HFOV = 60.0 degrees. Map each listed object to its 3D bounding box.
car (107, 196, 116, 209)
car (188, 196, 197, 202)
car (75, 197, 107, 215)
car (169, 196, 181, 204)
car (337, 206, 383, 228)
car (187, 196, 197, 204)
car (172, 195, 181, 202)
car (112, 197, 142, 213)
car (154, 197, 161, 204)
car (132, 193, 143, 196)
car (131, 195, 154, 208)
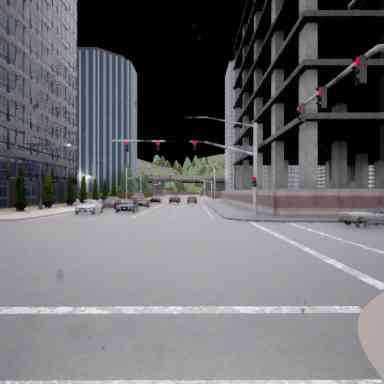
[{"bbox_3d":[-10.586,1.353,43.404,2.097,1.767,4.553,0,0,0],"label":"car"},{"bbox_3d":[0.023,1.579,73.698,1.895,1.301,4.718,0,0,0],"label":"car"},{"bbox_3d":[-10.587,1.526,34.468,1.812,1.442,4.674,0,0,0],"label":"car"},{"bbox_3d":[-3.480,1.505,64.595,1.837,1.490,4.892,0,0,0],"label":"car"},{"bbox_3d":[11.886,1.545,21.265,4.718,1.301,1.895,0,0,0],"label":"car"},{"bbox_3d":[0.020,1.492,64.593,2.128,1.511,4.902,0,0,0],"label":"car"},{"bbox_3d":[-3.477,1.508,73.669,1.812,1.442,4.674,0,0,0],"label":"car"},{"bbox_3d":[-7.088,1.564,36.785,1.994,1.385,4.181,0,0,0],"label":"car"},{"bbox_3d":[-7.024,1.601,63.826,1.895,1.301,4.718,0,0,1],"label":"car"},{"bbox_3d":[-10.518,1.223,64.262,2.150,2.045,5.566,0,0,1],"label":"car"},{"bbox_3d":[-7.083,1.564,47.301,1.994,1.385,4.181,0,0,0],"label":"car"}]
